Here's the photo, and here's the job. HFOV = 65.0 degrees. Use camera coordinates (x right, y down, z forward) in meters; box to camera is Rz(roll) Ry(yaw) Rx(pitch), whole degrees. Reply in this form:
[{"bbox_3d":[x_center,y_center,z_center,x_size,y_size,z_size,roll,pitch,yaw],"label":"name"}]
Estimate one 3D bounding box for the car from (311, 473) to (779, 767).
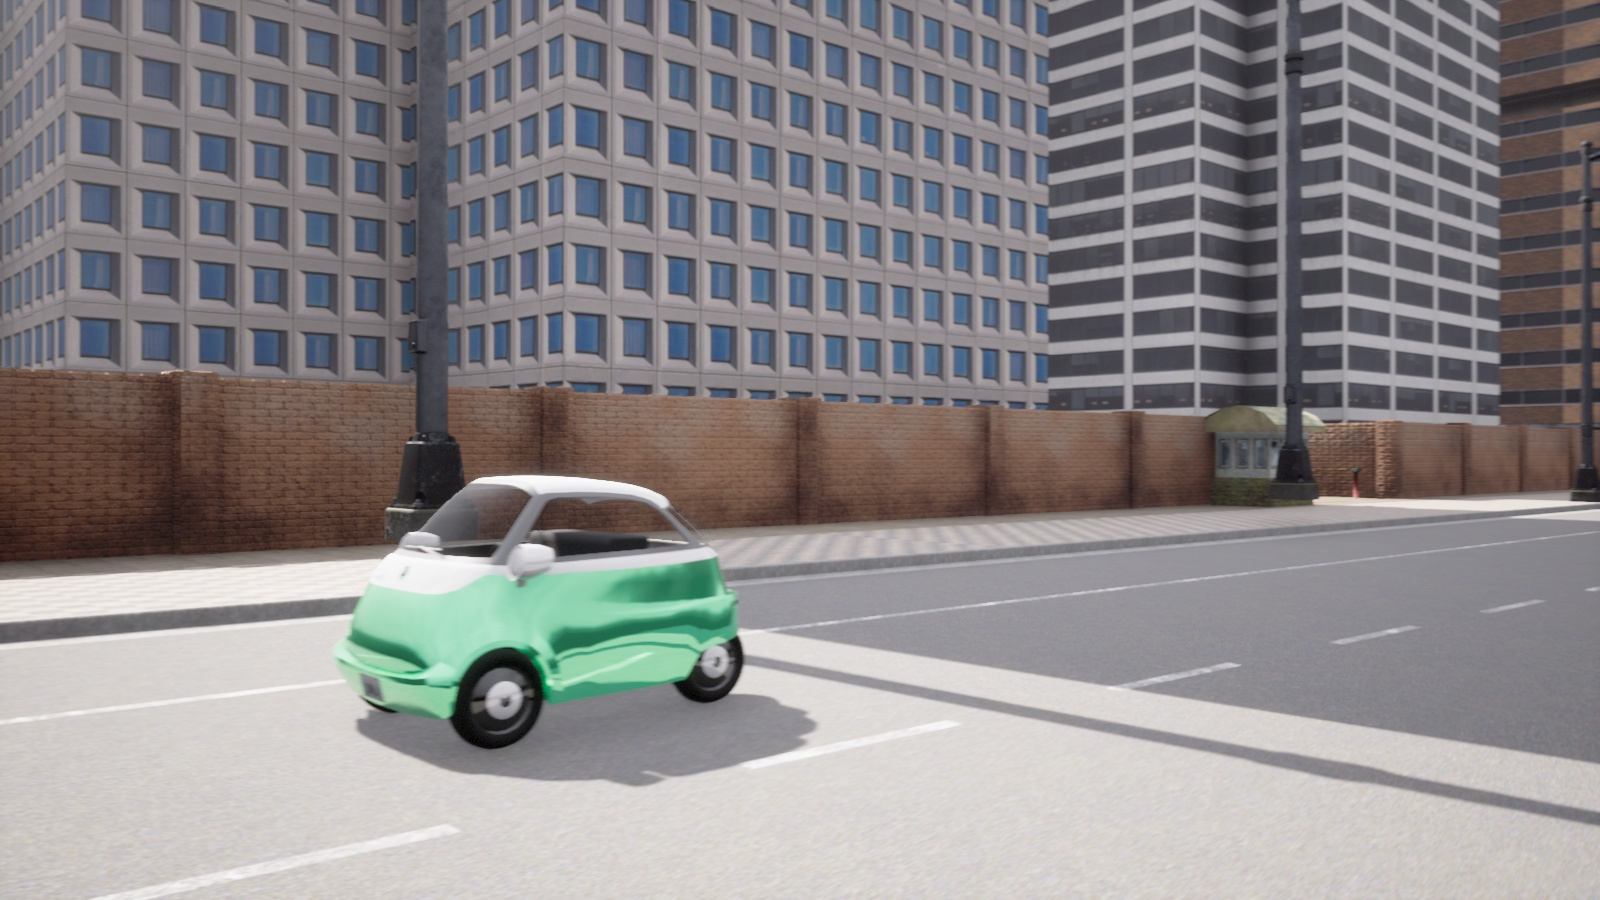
[{"bbox_3d":[-1.445,0.832,7.280,2.207,1.376,1.481,0,-1,-41],"label":"car"}]
